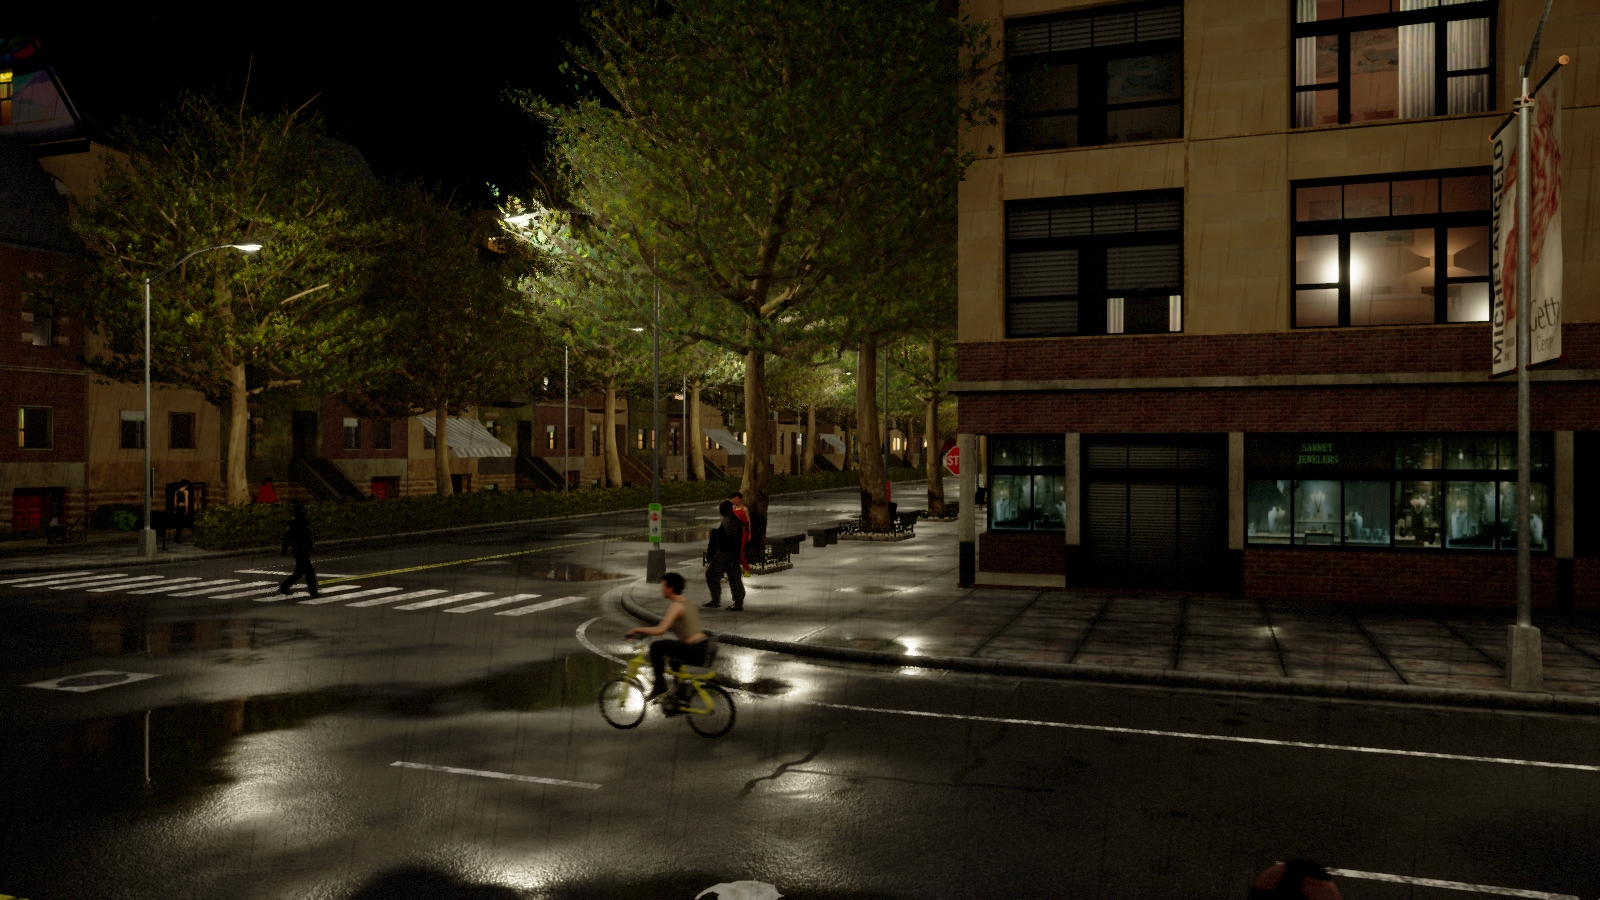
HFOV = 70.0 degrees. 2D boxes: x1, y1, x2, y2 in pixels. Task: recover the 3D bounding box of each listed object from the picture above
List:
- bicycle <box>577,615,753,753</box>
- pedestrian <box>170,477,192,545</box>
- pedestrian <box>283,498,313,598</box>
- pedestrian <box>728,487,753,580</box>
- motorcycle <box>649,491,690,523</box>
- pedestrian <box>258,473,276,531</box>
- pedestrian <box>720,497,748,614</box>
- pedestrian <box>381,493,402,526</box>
[{"bbox_3d":[-1.314,2.256,11.210,1.487,1.080,0.859,0,0,20],"label":"bicycle"},{"bbox_3d":[-17.166,1.696,31.674,0.375,1.860,0.375,0,0,10],"label":"pedestrian"},{"bbox_3d":[-9.495,1.849,21.616,0.375,1.860,0.375,0,0,17],"label":"pedestrian"},{"bbox_3d":[-1.214,1.696,23.301,0.375,1.860,0.375,0,0,31],"label":"pedestrian"},{"bbox_3d":[-5.119,2.213,44.892,0.803,1.145,2.033,0,0,20],"label":"motorcycle"},{"bbox_3d":[-17.462,1.696,37.455,0.375,1.860,0.375,0,0,14],"label":"pedestrian"},{"bbox_3d":[-1.068,1.697,18.548,0.375,1.860,0.375,0,0,9],"label":"pedestrian"},{"bbox_3d":[-14.255,2.076,39.860,0.500,1.100,0.500,0,0,14],"label":"pedestrian"}]
